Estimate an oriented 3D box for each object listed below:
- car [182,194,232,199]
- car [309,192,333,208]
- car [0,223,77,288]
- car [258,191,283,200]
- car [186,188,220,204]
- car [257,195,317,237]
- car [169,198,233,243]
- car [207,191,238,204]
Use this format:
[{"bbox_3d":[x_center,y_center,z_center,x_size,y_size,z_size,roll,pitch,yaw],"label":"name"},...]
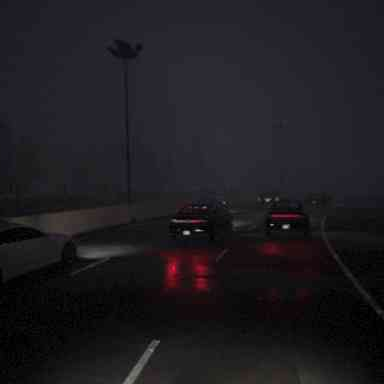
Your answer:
[{"bbox_3d":[1.305,1.117,26.354,2.033,1.411,5.357,-1,1,25],"label":"car"},{"bbox_3d":[12.179,0.698,31.883,1.882,1.535,5.008,-1,1,31],"label":"car"},{"bbox_3d":[-4.879,1.514,8.561,1.812,1.442,4.674,-1,1,13],"label":"car"},{"bbox_3d":[7.635,0.698,30.946,2.097,1.767,4.553,-1,1,29],"label":"car"},{"bbox_3d":[1.718,0.543,48.186,2.150,2.045,5.566,-1,1,36],"label":"car"},{"bbox_3d":[4.560,1.141,15.711,2.128,1.511,4.902,-1,1,19],"label":"car"},{"bbox_3d":[0.537,1.254,14.740,2.128,1.511,4.902,-1,1,18],"label":"car"},{"bbox_3d":[4.241,0.686,45.668,1.882,1.535,5.008,-1,1,35],"label":"car"}]
